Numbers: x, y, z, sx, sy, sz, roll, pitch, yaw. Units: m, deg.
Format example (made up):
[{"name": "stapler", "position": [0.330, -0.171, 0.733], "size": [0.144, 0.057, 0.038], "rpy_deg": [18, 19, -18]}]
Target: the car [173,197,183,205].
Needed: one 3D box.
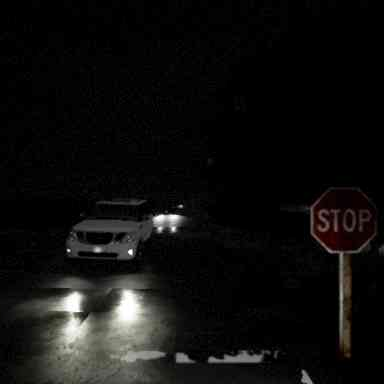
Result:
[{"name": "car", "position": [-2.673, 1.693, 62.920], "size": [1.994, 1.385, 4.181], "rpy_deg": [0, 0, 0]}]

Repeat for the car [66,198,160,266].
[{"name": "car", "position": [-2.698, 1.284, 12.330], "size": [2.150, 2.045, 5.566], "rpy_deg": [2, 1, 0]}]

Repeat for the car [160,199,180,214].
[{"name": "car", "position": [-2.704, 1.792, 37.684], "size": [1.895, 1.301, 4.718], "rpy_deg": [0, 0, 0]}]
